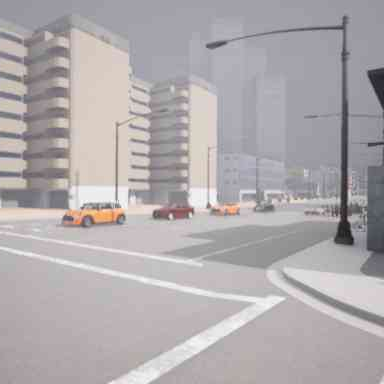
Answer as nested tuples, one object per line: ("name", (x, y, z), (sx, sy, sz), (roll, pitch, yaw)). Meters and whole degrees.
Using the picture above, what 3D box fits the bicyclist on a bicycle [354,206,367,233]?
("bicyclist on a bicycle", (10.692, 1.687, 20.079), (1.656, 1.620, 0.582), (0, -1, 34))

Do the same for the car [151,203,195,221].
("car", (-1.701, 1.774, 31.147), (1.882, 1.535, 5.008), (1, -1, 34))

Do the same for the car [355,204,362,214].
("car", (25.119, 2.533, 51.629), (2.128, 1.511, 4.902), (1, 0, 34))

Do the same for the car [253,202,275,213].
("car", (10.699, 2.307, 49.217), (2.128, 1.511, 4.902), (1, 0, 35))

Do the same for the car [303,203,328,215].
("car", (16.848, 2.488, 45.638), (1.895, 1.301, 4.718), (1, -1, 35))

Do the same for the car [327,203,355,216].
("car", (19.440, 2.431, 43.230), (1.812, 1.442, 4.674), (1, -1, 35))

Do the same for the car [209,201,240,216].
("car", (3.921, 1.887, 39.361), (2.097, 1.767, 4.553), (1, -1, 34))

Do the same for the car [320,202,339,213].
("car", (22.229, 2.490, 53.603), (1.882, 1.535, 5.008), (1, 0, 34))

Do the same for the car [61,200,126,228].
("car", (-6.882, 1.486, 23.554), (2.097, 1.767, 4.553), (1, -1, 34))
